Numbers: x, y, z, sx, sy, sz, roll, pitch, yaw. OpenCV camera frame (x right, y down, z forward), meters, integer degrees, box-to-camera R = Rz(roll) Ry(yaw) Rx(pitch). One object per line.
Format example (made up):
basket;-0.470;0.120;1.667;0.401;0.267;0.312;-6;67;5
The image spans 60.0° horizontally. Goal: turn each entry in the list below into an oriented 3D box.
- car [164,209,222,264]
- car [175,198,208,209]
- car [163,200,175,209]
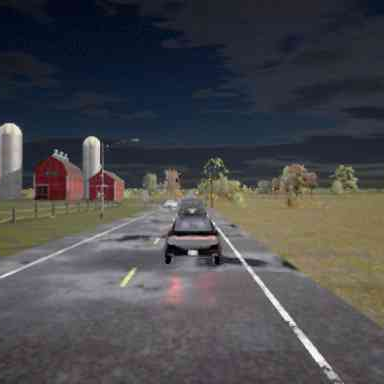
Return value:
car;0.051;1.624;12.350;2.128;1.511;4.902;0;-1;1
car;0.045;1.496;26.206;2.150;2.045;5.566;0;0;1
car;-3.530;2.076;54.516;1.812;1.442;4.674;0;-1;0
